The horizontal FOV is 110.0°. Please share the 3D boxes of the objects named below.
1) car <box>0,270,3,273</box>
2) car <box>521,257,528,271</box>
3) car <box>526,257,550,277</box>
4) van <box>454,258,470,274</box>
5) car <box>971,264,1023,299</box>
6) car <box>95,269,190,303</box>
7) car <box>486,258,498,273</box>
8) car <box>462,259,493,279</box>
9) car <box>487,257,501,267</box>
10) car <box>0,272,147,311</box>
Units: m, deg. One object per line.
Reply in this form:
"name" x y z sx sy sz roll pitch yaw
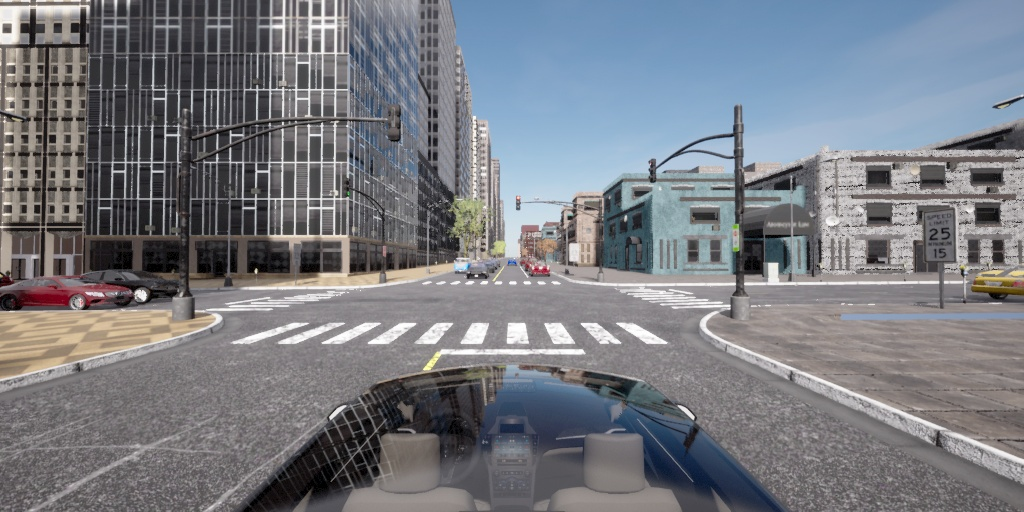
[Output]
"car" -23.099 1.325 14.090 4.097 1.591 1.967 0 0 1
"car" 2.704 1.070 47.215 2.192 1.841 5.009 0 0 0
"car" 2.701 1.195 35.867 1.967 1.591 4.097 0 0 0
"van" -5.679 1.096 41.505 1.690 1.789 3.998 0 0 0
"car" 20.693 0.994 13.657 4.829 1.417 1.751 0 0 1
"car" -17.889 1.359 16.645 5.008 1.535 1.882 -1 -1 0
"car" -3.083 1.319 42.937 1.994 1.385 4.181 0 0 0
"car" -3.076 1.302 33.058 2.033 1.411 5.357 0 0 -1
"car" -3.080 1.303 53.304 2.033 1.411 5.357 0 0 0
"car" -17.416 1.413 14.033 4.207 1.307 1.802 0 0 1
